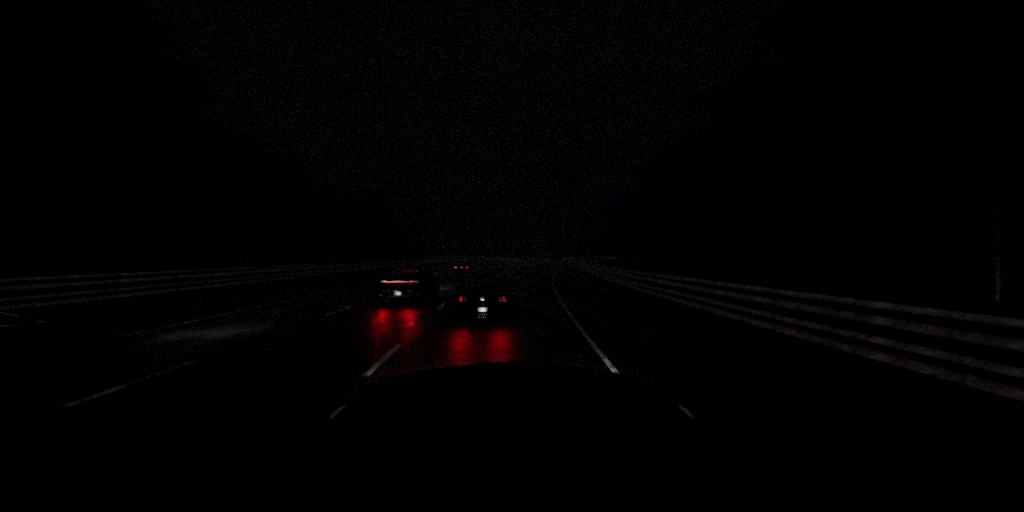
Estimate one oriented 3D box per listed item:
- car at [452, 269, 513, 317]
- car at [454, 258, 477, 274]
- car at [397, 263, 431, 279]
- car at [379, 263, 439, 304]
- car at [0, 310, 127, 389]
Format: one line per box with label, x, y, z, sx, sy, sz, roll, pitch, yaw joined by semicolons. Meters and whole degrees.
car;-0.986;1.342;13.147;1.895;1.301;4.718;0;0;-2
car;-5.513;1.252;40.899;2.033;1.411;5.357;0;0;-3
car;-8.699;1.301;32.240;1.895;1.301;4.718;0;0;-2
car;-4.538;1.219;16.354;2.128;1.511;4.902;0;0;-2
car;-7.510;1.222;4.139;2.128;1.511;4.902;0;0;-3
